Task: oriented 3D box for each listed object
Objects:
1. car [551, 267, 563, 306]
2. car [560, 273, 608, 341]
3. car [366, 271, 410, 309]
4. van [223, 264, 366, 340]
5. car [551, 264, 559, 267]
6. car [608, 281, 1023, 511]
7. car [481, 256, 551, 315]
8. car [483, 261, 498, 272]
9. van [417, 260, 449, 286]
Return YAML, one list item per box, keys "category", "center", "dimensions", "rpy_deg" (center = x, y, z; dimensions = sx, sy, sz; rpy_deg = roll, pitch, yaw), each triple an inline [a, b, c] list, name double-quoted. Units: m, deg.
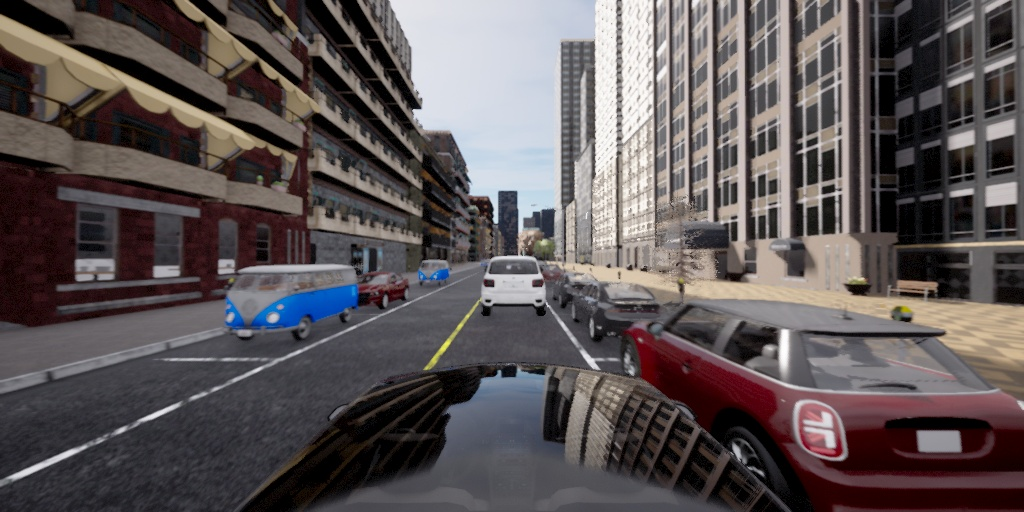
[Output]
- category: "car"
  center: [2.693, 1.358, 15.246]
  dimensions: [2.007, 1.370, 4.403]
  rpy_deg: [0, 0, 0]
- category: "car"
  center: [2.692, 1.334, 9.722]
  dimensions: [2.007, 1.370, 4.403]
  rpy_deg: [0, 0, 0]
- category: "car"
  center: [-5.688, 1.353, 15.247]
  dimensions: [1.888, 1.381, 4.507]
  rpy_deg: [0, 0, 0]
- category: "van"
  center: [-5.689, 1.125, 9.724]
  dimensions: [1.690, 1.789, 3.998]
  rpy_deg: [0, 0, 0]
- category: "car"
  center: [2.694, 1.295, 26.290]
  dimensions: [1.967, 1.591, 4.097]
  rpy_deg: [0, 0, 0]
- category: "car"
  center: [2.692, 1.200, 4.199]
  dimensions: [1.967, 1.591, 4.097]
  rpy_deg: [0, 0, 0]
- category: "car"
  center: [0.068, 1.025, 13.947]
  dimensions: [2.150, 2.045, 5.566]
  rpy_deg: [0, 0, 0]
- category: "car"
  center: [-3.077, 1.458, 51.642]
  dimensions: [1.882, 1.535, 5.008]
  rpy_deg: [0, 0, 0]
- category: "van"
  center: [-5.687, 1.197, 26.291]
  dimensions: [1.690, 1.789, 3.998]
  rpy_deg: [0, 0, 0]
